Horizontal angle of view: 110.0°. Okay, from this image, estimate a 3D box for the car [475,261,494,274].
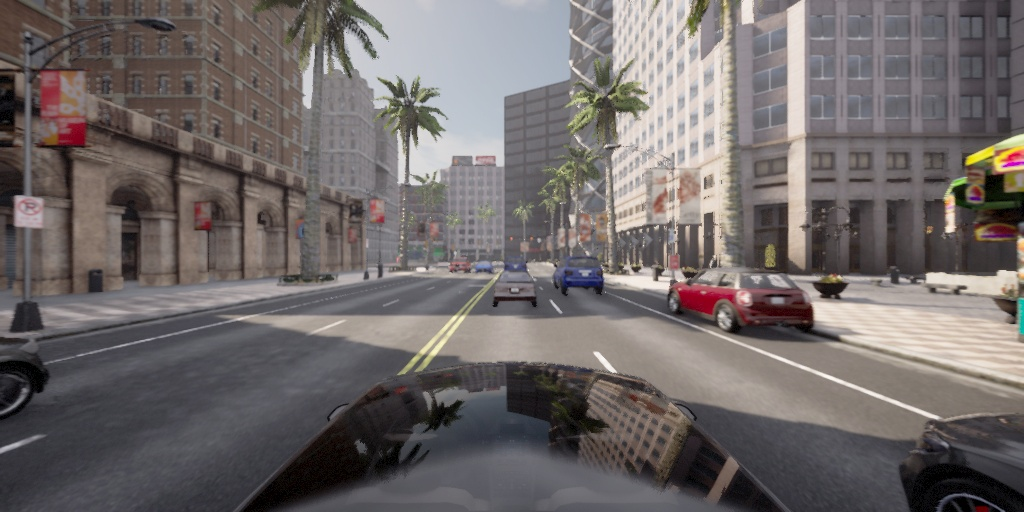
[{"bbox_3d":[-3.209,1.340,42.580,1.882,1.535,5.008,0,0,1],"label":"car"}]

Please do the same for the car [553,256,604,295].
[{"bbox_3d":[3.676,1.024,20.489,2.150,2.045,5.566,0,0,1],"label":"car"}]

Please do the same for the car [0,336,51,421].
[{"bbox_3d":[-7.096,1.317,2.924,1.994,1.385,4.181,0,0,0],"label":"car"}]

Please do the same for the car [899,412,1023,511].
[{"bbox_3d":[3.599,1.273,0.482,1.812,1.442,4.674,0,0,0],"label":"car"}]

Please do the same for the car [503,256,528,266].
[{"bbox_3d":[0.337,1.061,34.082,2.150,2.045,5.566,0,0,1],"label":"car"}]

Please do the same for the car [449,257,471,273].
[{"bbox_3d":[-6.628,1.184,46.408,2.150,2.045,5.566,0,0,1],"label":"car"}]

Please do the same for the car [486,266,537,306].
[{"bbox_3d":[0.127,1.337,16.041,2.033,1.411,5.357,0,0,0],"label":"car"}]
